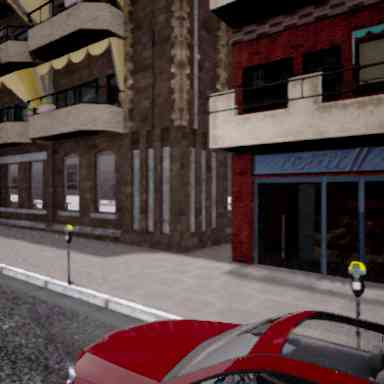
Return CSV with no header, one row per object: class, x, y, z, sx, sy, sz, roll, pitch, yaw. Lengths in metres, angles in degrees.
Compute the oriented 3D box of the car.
car,0.811,1.571,2.313,4.206,1.307,1.802,1,0,36
